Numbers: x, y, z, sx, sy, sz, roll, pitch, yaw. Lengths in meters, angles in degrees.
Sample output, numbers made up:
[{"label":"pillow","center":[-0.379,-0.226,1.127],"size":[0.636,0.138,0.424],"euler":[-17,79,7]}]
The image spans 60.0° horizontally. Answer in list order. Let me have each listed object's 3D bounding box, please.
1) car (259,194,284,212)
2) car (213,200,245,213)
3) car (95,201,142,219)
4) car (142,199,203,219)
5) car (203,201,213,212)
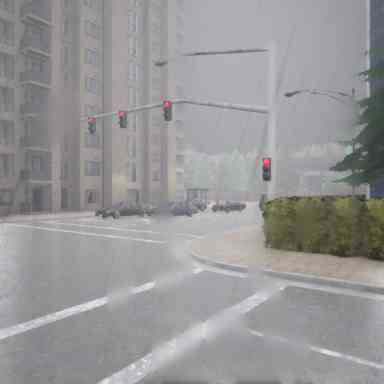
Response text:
[{"label":"car","center":[9.748,1.221,38.667],"size":[2.150,2.045,5.566],"euler":[0,0,36]},{"label":"car","center":[4.076,1.601,37.132],"size":[1.895,1.301,4.718],"euler":[0,0,36]},{"label":"car","center":[-5.915,1.547,29.383],"size":[2.033,1.411,5.357],"euler":[0,0,36]},{"label":"car","center":[-1.579,1.547,29.389],"size":[2.033,1.411,5.357],"euler":[0,0,36]},{"label":"car","center":[-0.223,1.491,37.181],"size":[2.128,1.511,4.902],"euler":[0,0,36]}]
